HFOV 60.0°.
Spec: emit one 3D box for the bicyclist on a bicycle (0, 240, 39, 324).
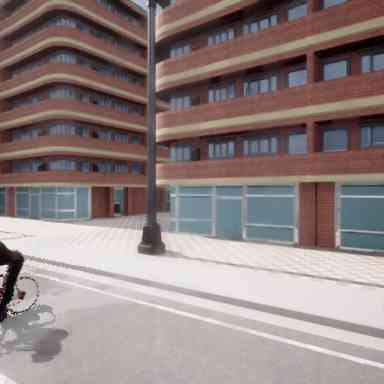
[{"bbox_3d":[-3.427,1.449,5.721,0.582,1.620,1.656,0,2,36],"label":"bicyclist on a bicycle"}]
